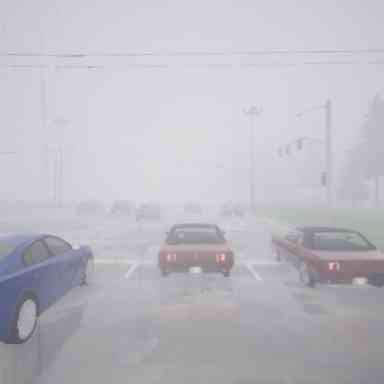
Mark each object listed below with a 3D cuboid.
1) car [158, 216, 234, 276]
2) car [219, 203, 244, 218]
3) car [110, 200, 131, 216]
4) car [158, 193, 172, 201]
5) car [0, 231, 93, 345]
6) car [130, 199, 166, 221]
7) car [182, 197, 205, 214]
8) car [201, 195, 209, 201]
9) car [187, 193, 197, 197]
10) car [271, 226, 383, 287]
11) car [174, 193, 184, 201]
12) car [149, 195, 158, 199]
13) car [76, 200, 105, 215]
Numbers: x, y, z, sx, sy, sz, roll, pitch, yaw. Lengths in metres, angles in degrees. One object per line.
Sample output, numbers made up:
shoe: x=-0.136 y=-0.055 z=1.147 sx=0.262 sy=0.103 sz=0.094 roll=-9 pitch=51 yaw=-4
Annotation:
car: x=0.099 y=1.617 z=10.313 sx=1.895 sy=1.301 sz=4.718 roll=0 pitch=0 yaw=0
car: x=3.599 y=1.649 z=31.253 sx=1.895 sy=1.301 sz=4.718 roll=0 pitch=0 yaw=0
car: x=-6.899 y=1.557 z=33.585 sx=1.837 sy=1.490 sz=4.892 roll=0 pitch=0 yaw=0
car: x=-7.002 y=1.361 z=88.464 sx=2.150 sy=2.045 sz=5.566 roll=0 pitch=0 yaw=0
car: x=-3.401 y=1.488 z=6.406 sx=1.882 sy=1.535 sz=5.008 roll=0 pitch=0 yaw=0
car: x=-3.400 y=1.589 z=27.167 sx=2.033 sy=1.411 sz=5.357 roll=0 pitch=0 yaw=0
car: x=0.101 y=1.581 z=35.633 sx=1.812 sy=1.442 sz=4.674 roll=0 pitch=0 yaw=0
car: x=3.498 y=1.676 z=88.568 sx=2.033 sy=1.411 sz=5.357 roll=0 pitch=0 yaw=0
car: x=-0.002 y=1.362 z=88.682 sx=2.150 sy=2.045 sz=5.566 roll=0 pitch=0 yaw=0
car: x=3.600 y=1.615 z=9.326 sx=1.895 sy=1.301 sz=4.718 roll=0 pitch=0 yaw=0
car: x=-3.502 y=1.362 z=88.759 sx=2.150 sy=2.045 sz=5.566 roll=0 pitch=0 yaw=0
car: x=-10.502 y=1.690 z=89.433 sx=1.994 sy=1.385 sz=4.181 roll=0 pitch=0 yaw=0
car: x=-10.400 y=1.545 z=34.456 sx=2.128 sy=1.511 sz=4.902 roll=0 pitch=0 yaw=0
